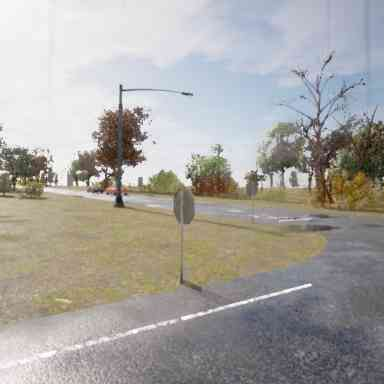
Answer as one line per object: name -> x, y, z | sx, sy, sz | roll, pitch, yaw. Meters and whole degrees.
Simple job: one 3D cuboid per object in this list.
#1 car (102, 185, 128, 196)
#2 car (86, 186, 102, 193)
car -> -11.861, -0.381, 52.108 | 2.097, 1.767, 4.553 | 0, 2, -36
car -> -17.475, -0.443, 59.969 | 1.895, 1.301, 4.718 | 0, 2, -36
